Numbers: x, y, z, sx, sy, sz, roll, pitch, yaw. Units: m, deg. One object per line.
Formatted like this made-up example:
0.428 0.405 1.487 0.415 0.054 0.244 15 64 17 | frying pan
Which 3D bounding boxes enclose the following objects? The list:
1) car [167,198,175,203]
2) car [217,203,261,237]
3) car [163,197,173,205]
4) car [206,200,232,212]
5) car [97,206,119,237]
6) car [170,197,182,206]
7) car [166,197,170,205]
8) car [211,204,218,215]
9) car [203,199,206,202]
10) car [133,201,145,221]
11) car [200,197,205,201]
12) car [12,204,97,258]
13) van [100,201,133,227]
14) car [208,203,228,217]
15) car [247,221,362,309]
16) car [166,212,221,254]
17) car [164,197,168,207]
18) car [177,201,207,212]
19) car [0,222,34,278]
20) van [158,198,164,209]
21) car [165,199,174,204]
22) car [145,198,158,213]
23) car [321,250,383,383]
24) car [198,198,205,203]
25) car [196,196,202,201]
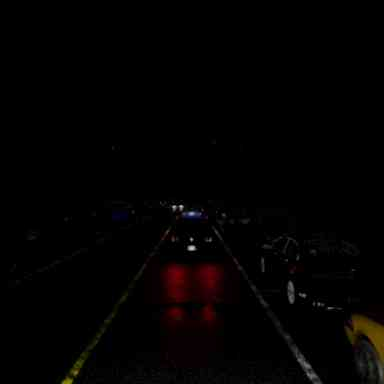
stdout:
-5.823 2.455 92.344 1.947 1.339 4.313 0 -1 0 | car
2.748 1.621 19.087 1.967 1.590 4.097 0 -1 0 | car
-5.817 2.092 81.074 2.192 1.841 5.009 0 -1 0 | car
2.740 1.603 30.362 2.192 1.841 5.009 0 -1 0 | car
-5.777 1.726 19.072 1.887 1.381 4.507 0 -1 0 | car
-3.044 2.175 71.004 1.837 1.490 4.892 0 -1 0 | car
-5.805 2.161 64.162 2.008 1.369 4.403 0 -1 0 | car
2.745 1.800 24.723 1.947 1.339 4.313 0 -1 0 | car
2.734 1.960 41.631 1.947 1.339 4.313 0 -1 0 | car
-5.784 1.728 30.346 1.967 1.590 4.097 0 -1 0 | car
2.726 1.941 52.904 1.967 1.590 4.097 0 -1 0 | car
-5.774 1.443 13.437 2.192 1.841 5.009 0 -1 0 | car
-5.781 1.575 24.710 1.690 1.788 3.998 0 -1 0 | van
2.738 1.885 35.995 1.887 1.381 4.507 0 -1 0 | car
2.755 1.625 7.815 2.008 1.369 4.403 0 -1 0 | car
-0.007 1.735 14.112 1.895 1.301 4.718 0 -1 0 | car
-5.802 2.079 58.357 1.752 1.417 4.829 0 -1 0 | car
-0.017 1.822 28.991 2.033 1.411 5.357 0 -1 0 | car
-5.770 1.641 7.798 1.947 1.339 4.313 0 -1 0 | car
-5.799 1.842 52.892 1.690 1.788 3.998 0 -1 0 | van
-5.820 2.399 86.708 1.947 1.339 4.313 0 -1 0 | car
-5.791 1.834 41.619 1.967 1.590 4.097 0 -1 0 | car
2.759 1.549 2.349 1.752 1.417 4.829 0 -1 0 | car
2.702 2.471 92.355 1.802 1.307 4.206 0 -1 0 | car
2.311 2.169 69.782 1.837 1.490 4.892 0 -1 0 | car
